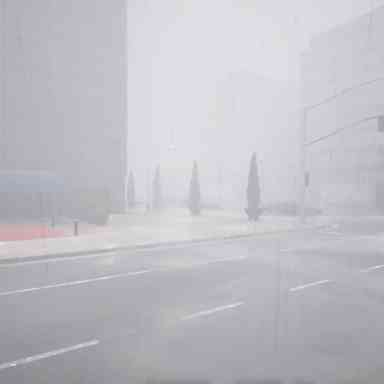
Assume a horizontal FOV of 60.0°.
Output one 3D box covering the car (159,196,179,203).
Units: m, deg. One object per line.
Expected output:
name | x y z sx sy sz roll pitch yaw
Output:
car | -4.859 1.601 69.491 1.895 1.301 4.718 0 0 -35

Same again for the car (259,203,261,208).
car | 9.012 1.601 36.983 1.895 1.301 4.718 0 0 -35

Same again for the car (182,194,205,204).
car | 0.269 1.352 62.154 2.097 1.767 4.553 0 0 -35

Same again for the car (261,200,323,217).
car | 9.225 1.547 30.444 2.033 1.411 5.357 0 0 -34

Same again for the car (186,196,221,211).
car | 1.665 1.526 41.416 1.812 1.442 4.674 0 0 -35

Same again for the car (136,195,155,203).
car | -9.874 1.520 70.413 2.128 1.511 4.902 0 0 -35

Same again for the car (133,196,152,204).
car | -9.575 1.563 63.869 1.812 1.442 4.674 0 0 -35

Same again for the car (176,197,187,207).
car | 0.088 1.506 49.820 1.837 1.490 4.892 0 0 -35

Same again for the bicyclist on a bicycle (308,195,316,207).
bicyclist on a bicycle | 16.857 1.301 46.689 1.656 1.620 0.582 0 0 -35

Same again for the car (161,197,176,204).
car | -4.158 1.547 62.386 2.033 1.411 5.357 0 0 -35

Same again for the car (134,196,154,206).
car | -8.366 1.525 55.895 1.812 1.442 4.674 0 0 -34
